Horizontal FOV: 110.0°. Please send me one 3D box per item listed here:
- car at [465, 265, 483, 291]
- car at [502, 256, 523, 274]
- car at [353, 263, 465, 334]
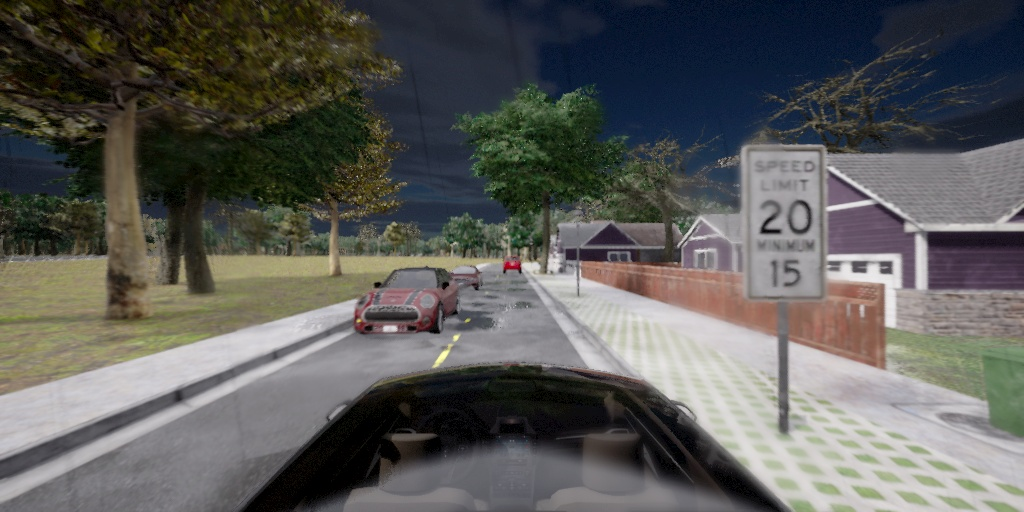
[{"bbox_3d":[-2.855,1.302,22.467,1.812,1.442,4.674,0,0,0],"label":"car"},{"bbox_3d":[0.053,0.989,42.395,2.150,2.045,5.566,0,0,0],"label":"car"},{"bbox_3d":[-2.855,1.115,10.659,2.097,1.767,4.553,0,0,0],"label":"car"}]
